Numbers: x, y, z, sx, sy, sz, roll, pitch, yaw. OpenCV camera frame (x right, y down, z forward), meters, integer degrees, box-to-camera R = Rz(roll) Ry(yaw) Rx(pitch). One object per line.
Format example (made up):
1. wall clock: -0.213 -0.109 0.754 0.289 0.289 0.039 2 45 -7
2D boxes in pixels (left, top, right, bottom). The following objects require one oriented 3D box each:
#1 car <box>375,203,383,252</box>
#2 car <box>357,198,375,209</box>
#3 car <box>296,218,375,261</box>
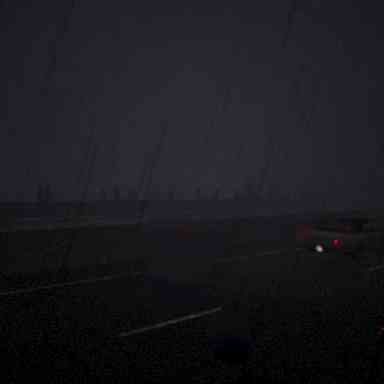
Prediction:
1. car: 7.716 1.250 9.334 5.566 2.045 2.150 0 0 -35
2. car: 24.858 1.634 47.364 1.812 1.442 4.674 0 0 38
3. car: 6.117 1.628 12.484 4.718 1.301 1.895 0 0 -35
